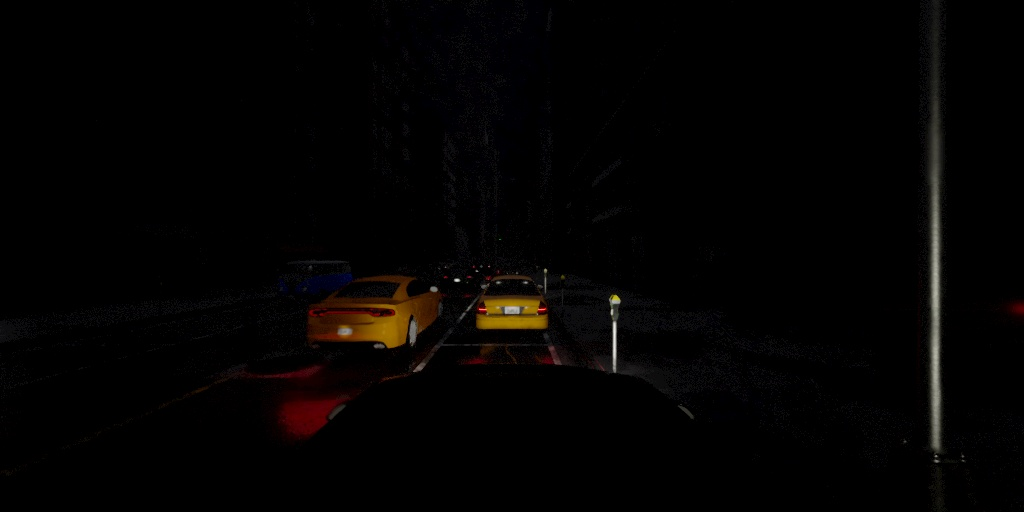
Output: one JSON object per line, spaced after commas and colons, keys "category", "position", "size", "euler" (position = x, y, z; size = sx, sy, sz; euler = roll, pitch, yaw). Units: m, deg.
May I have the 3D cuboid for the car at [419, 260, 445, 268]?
{"category": "car", "position": [-8.813, 1.322, 38.333], "size": [1.948, 1.339, 4.313], "euler": [0, 0, 0]}

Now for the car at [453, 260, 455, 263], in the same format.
{"category": "car", "position": [-8.814, 1.201, 49.336], "size": [1.967, 1.591, 4.097], "euler": [0, 0, 0]}

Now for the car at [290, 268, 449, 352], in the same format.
{"category": "car", "position": [-3.044, 1.228, 8.998], "size": [1.882, 1.535, 5.008], "euler": [0, 0, 0]}

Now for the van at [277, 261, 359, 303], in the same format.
{"category": "van", "position": [-8.813, 1.091, 16.328], "size": [1.690, 1.789, 3.998], "euler": [0, 0, 0]}

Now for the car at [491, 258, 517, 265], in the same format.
{"category": "car", "position": [-0.288, 1.193, 27.330], "size": [1.967, 1.591, 4.097], "euler": [0, 0, 0]}

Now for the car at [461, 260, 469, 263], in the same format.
{"category": "car", "position": [-6.154, 1.271, 49.469], "size": [1.837, 1.490, 4.892], "euler": [0, 0, 0]}

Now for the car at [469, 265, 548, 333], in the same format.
{"category": "car", "position": [0.005, 1.207, 10.690], "size": [1.801, 1.575, 5.366], "euler": [0, 0, 0]}

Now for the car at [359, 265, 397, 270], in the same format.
{"category": "car", "position": [-8.813, 1.317, 21.829], "size": [1.948, 1.339, 4.313], "euler": [0, 0, 0]}

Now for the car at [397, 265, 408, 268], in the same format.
{"category": "car", "position": [-8.813, 1.335, 27.331], "size": [1.802, 1.307, 4.207], "euler": [0, 0, 0]}

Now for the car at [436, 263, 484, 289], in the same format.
{"category": "car", "position": [-3.043, 1.316, 21.845], "size": [1.994, 1.385, 4.181], "euler": [0, 0, 0]}

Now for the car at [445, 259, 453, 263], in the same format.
{"category": "car", "position": [-8.814, 1.341, 43.834], "size": [1.802, 1.307, 4.207], "euler": [0, 0, 0]}

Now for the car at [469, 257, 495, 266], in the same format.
{"category": "car", "position": [-3.145, 1.109, 39.063], "size": [2.097, 1.767, 4.553], "euler": [0, 0, 0]}
